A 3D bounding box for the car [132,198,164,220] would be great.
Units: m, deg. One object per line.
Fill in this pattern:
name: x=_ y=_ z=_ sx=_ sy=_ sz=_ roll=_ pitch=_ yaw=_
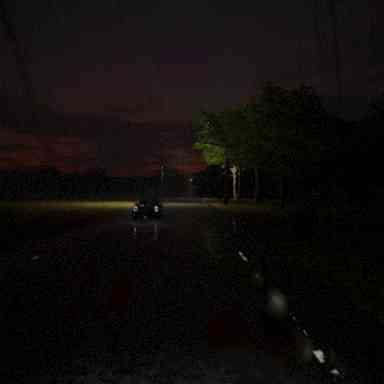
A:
car: x=-3.509 y=1.277 z=27.212 sx=2.097 sy=1.767 sz=4.553 roll=0 pitch=0 yaw=0
